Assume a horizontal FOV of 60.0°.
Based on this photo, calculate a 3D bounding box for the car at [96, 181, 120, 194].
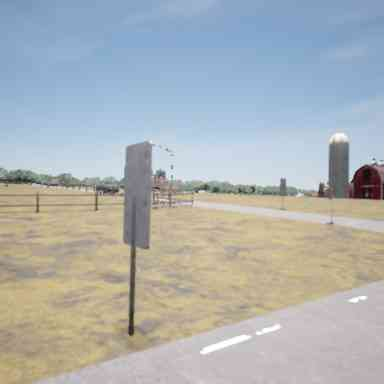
[{"bbox_3d":[-13.561,-0.777,53.468,2.150,2.045,5.566,2,1,-36],"label":"car"}]
